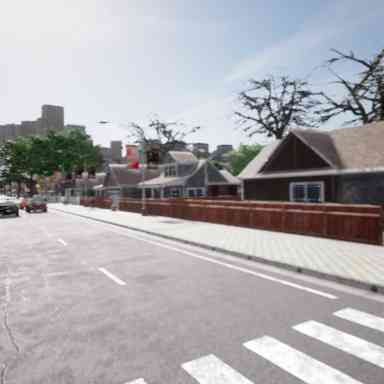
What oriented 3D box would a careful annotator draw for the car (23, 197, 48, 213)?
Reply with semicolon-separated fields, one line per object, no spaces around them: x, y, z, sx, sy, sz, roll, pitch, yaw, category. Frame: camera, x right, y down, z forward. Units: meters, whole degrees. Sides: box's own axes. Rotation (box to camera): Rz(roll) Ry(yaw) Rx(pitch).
-18.987;1.530;40.615;2.097;1.767;4.553;-1;0;-30;car

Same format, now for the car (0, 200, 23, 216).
-18.884;1.695;34.118;1.882;1.535;5.008;-1;0;-31;car

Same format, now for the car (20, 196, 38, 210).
-24.128;1.588;49.142;2.097;1.767;4.553;-1;0;-31;car

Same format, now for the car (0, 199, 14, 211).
-25.908;1.788;45.963;2.128;1.511;4.902;-1;0;-31;car
